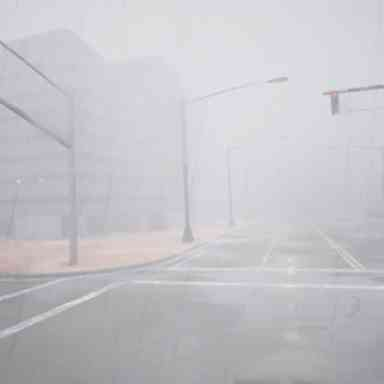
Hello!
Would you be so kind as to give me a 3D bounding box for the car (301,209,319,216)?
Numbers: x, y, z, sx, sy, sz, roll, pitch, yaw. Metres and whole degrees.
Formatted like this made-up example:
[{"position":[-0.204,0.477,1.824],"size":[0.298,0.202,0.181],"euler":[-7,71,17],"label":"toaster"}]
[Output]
[{"position":[28.350,4.827,79.891],"size":[2.097,1.767,4.553],"euler":[-1,-4,-17],"label":"car"}]
